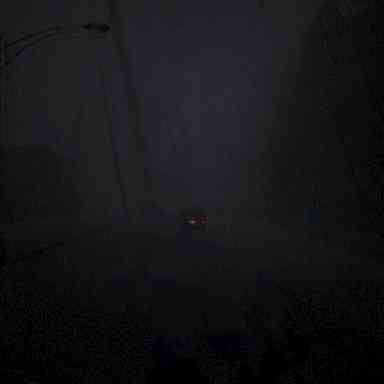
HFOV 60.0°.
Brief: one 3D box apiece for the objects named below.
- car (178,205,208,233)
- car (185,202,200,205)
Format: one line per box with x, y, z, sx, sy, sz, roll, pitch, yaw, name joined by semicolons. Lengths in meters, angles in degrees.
0.054;1.776;21.324;2.033;1.411;5.357;0;-1;0;car
0.104;1.939;41.969;2.128;1.511;4.902;0;-1;0;car
